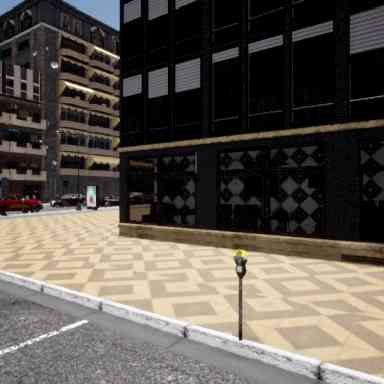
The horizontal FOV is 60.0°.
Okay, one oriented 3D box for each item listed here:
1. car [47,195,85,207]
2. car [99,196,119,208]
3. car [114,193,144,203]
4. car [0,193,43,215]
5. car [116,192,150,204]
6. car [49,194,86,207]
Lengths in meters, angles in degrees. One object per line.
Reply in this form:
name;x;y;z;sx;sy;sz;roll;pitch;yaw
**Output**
car;-16.101;1.074;42.613;1.802;1.307;4.206;1;2;35
car;-9.205;1.072;37.851;1.947;1.339;4.313;1;2;35
car;-9.730;0.834;51.692;2.008;1.369;4.403;2;2;35
car;-15.576;1.029;28.763;2.192;1.841;5.009;1;2;35
car;-8.631;0.799;48.752;1.882;1.535;5.008;0;1;35
car;-14.592;1.008;40.274;2.128;1.511;4.902;0;1;35
